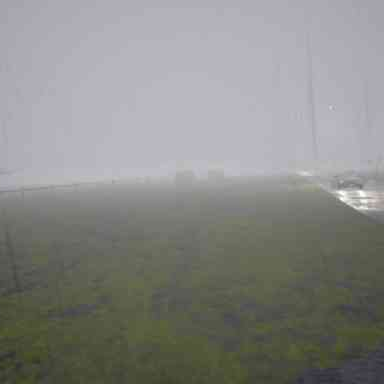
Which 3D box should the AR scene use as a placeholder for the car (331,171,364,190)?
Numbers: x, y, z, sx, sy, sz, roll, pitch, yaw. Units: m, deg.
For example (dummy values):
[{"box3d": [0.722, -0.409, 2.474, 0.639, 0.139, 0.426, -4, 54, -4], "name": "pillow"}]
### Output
[{"box3d": [12.700, -0.978, 27.406, 1.812, 1.442, 4.674, -1, 4, 15], "name": "car"}]
